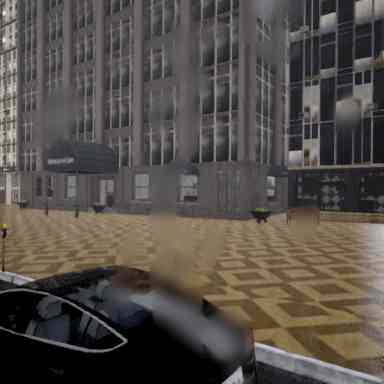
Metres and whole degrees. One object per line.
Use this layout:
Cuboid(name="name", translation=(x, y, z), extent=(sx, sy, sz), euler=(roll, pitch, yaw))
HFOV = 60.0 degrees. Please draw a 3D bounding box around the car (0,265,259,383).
Cuboid(name="car", translation=(-1.367, 1.565, 3.841), extent=(4.313, 1.339, 1.947), euler=(0, 1, 35))
